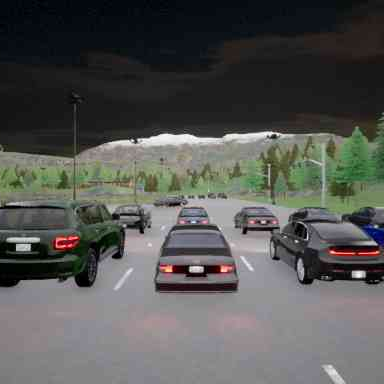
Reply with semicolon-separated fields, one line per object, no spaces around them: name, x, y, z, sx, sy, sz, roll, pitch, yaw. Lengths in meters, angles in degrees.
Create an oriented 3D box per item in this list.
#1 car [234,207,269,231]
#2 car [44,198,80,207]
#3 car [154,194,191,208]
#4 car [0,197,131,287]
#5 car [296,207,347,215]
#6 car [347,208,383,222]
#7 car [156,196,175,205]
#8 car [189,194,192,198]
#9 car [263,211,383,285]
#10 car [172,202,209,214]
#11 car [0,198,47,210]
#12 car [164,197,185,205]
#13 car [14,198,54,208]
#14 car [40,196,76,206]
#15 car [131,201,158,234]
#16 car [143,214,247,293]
car;3.553;1.547;19.009;2.033;1.411;5.357;0;0;0
car;-19.551;1.601;50.029;4.718;1.301;1.895;0;0;-1
car;-3.130;1.491;47.421;4.902;1.511;2.128;0;0;-36
car;-3.424;1.221;9.452;2.150;2.045;5.566;0;0;0
car;7.053;1.564;19.424;1.994;1.385;4.181;0;0;0
car;7.077;1.478;10.440;1.882;1.535;5.008;0;0;0
car;-4.807;1.547;62.144;2.033;1.411;5.357;0;0;13
car;-2.710;1.505;52.359;1.837;1.490;4.892;2;2;42
car;3.562;1.505;9.513;1.837;1.490;4.892;0;0;0
car;0.059;1.547;19.028;2.033;1.411;5.357;0;0;0
car;-21.702;1.491;42.997;4.902;1.511;2.128;0;0;-1
car;-3.055;1.564;58.432;1.994;1.385;4.181;0;0;26
car;-22.068;1.525;46.497;4.674;1.442;1.812;0;0;-1
car;-21.527;1.492;53.502;4.902;1.511;2.128;0;0;-1
car;-3.446;1.492;19.199;2.128;1.511;4.902;0;0;0
car;0.080;1.547;8.962;2.033;1.411;5.357;0;0;0
